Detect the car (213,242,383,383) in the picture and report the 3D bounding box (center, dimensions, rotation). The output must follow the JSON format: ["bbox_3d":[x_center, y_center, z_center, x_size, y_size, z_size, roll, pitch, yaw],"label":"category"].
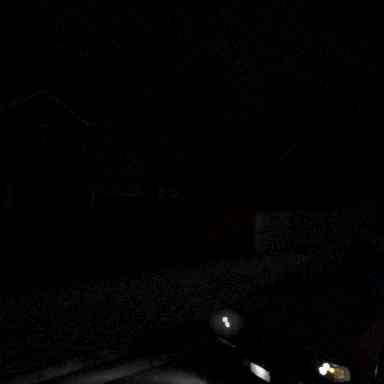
[{"bbox_3d":[2.896,1.551,5.132,5.357,1.411,2.033,0,0,-36],"label":"car"}]
